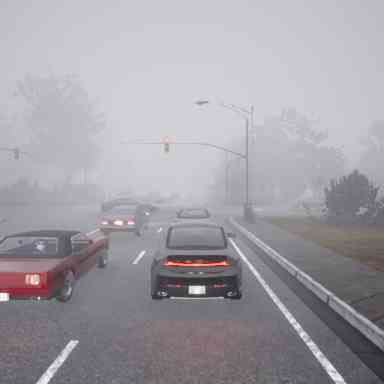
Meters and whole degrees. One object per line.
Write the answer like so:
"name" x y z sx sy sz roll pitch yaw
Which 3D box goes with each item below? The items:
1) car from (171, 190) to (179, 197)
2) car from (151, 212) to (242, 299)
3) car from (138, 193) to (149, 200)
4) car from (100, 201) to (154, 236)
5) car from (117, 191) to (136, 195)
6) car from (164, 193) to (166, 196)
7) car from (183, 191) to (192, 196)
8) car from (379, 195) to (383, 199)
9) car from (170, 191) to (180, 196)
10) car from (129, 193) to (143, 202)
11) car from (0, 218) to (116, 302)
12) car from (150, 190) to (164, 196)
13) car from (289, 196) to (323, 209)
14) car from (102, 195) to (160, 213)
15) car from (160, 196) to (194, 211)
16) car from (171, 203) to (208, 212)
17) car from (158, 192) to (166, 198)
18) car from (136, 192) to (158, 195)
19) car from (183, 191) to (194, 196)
"car" -4.743 0.476 93.097 2.097 1.767 4.553 0 1 -5
"car" 0.088 1.473 8.321 1.837 1.490 4.892 0 0 0
"car" -10.737 0.991 73.776 1.895 1.301 4.718 0 1 -1
"car" -3.445 1.442 17.731 2.033 1.411 5.357 0 0 -1
"car" -10.688 0.821 53.803 2.150 2.045 5.566 0 0 0
"car" -7.232 0.876 73.649 1.882 1.535 5.008 0 1 -1
"car" -1.418 0.464 95.118 2.033 1.411 5.357 0 1 -7
"car" 23.753 0.943 38.952 5.566 2.045 2.150 0 0 -4
"car" -3.612 0.791 70.242 2.097 1.767 4.553 0 1 -1
"car" -10.672 0.987 63.690 1.882 1.535 5.008 0 1 0
"car" -3.412 1.570 8.142 1.895 1.301 4.718 0 0 0
"car" -7.162 0.733 63.458 2.150 2.045 5.566 0 1 -1
"car" 13.669 1.218 38.364 4.902 1.511 2.128 0 0 -3
"car" -5.662 1.272 30.024 5.008 1.535 1.882 0 0 -3
"car" -2.320 1.365 33.725 4.718 1.301 1.895 0 0 -3
"car" 0.081 1.497 17.634 1.895 1.301 4.718 0 0 0
"car" -7.597 0.780 83.918 1.812 1.442 4.674 0 1 -3
"car" -7.189 1.151 53.283 2.033 1.411 5.357 0 0 0
"car" -0.666 0.783 85.241 1.994 1.385 4.181 0 1 -4
